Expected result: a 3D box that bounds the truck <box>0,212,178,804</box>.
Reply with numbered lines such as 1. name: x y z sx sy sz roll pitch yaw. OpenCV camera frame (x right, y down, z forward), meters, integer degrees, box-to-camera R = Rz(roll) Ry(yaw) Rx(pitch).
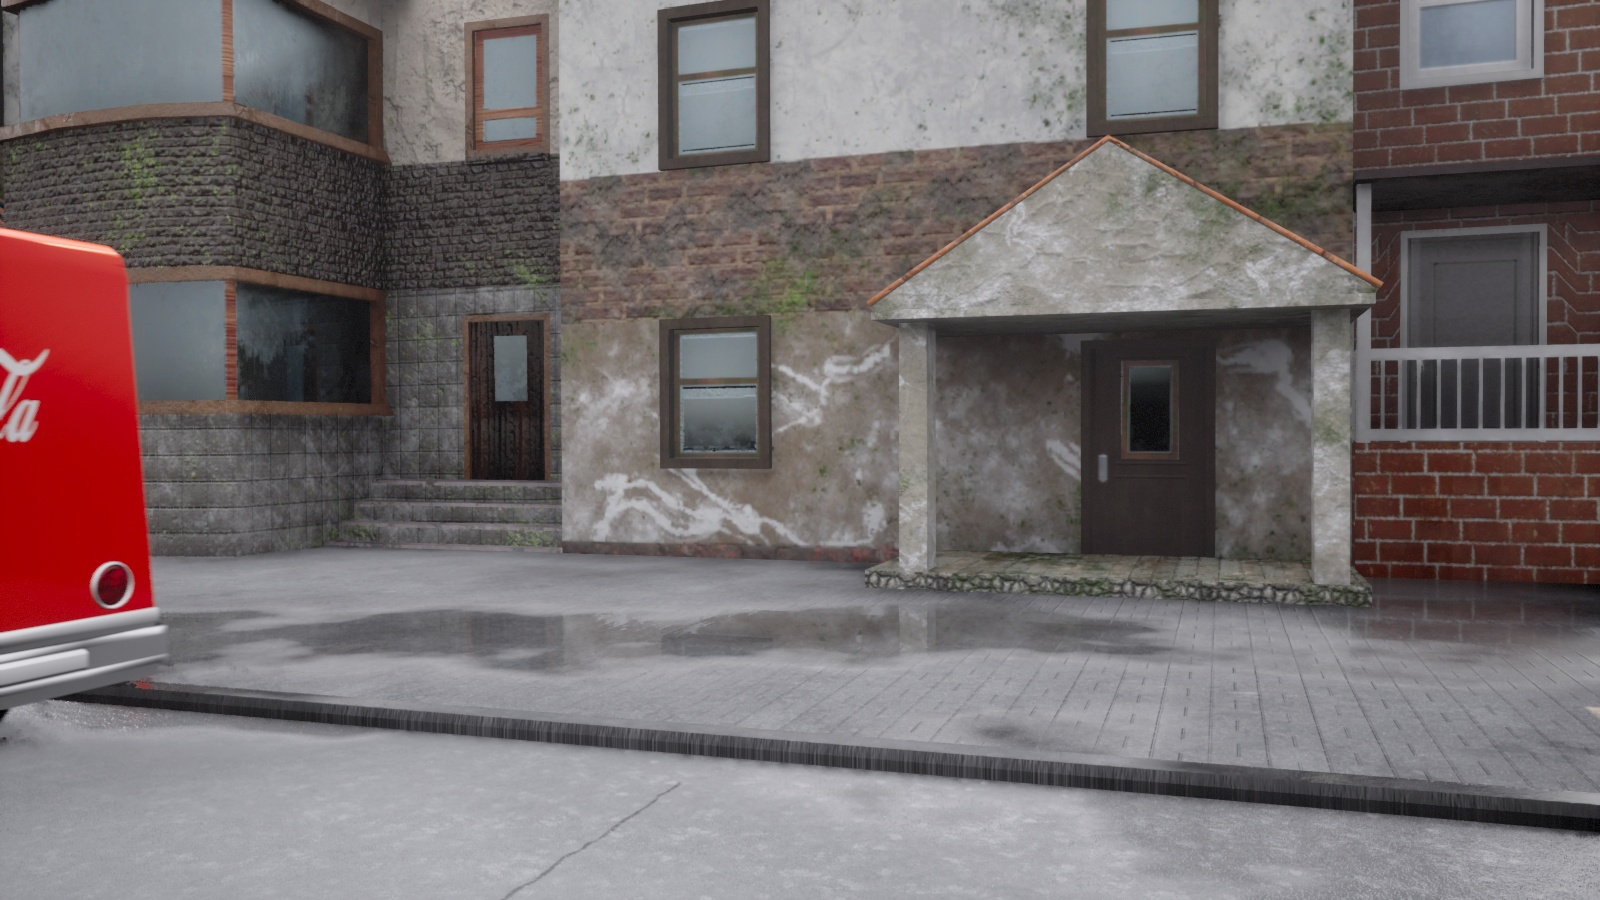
1. truck: -5.917 0.226 5.697 5.204 2.467 2.627 1 1 19
